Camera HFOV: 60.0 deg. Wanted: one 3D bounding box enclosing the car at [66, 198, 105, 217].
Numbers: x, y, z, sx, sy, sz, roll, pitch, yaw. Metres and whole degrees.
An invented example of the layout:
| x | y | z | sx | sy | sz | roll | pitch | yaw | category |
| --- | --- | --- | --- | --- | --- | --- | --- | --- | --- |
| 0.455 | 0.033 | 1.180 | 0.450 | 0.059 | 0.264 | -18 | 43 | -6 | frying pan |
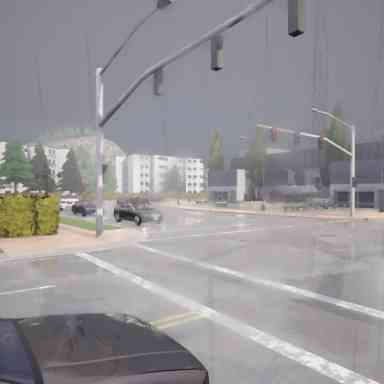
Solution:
| x | y | z | sx | sy | sz | roll | pitch | yaw | category |
| --- | --- | --- | --- | --- | --- | --- | --- | --- | --- |
| -10.176 | 1.547 | 32.196 | 2.033 | 1.411 | 5.357 | 0 | 0 | -35 | car |

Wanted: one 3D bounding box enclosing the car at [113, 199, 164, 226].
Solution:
| x | y | z | sx | sy | sz | roll | pitch | yaw | category |
| --- | --- | --- | --- | --- | --- | --- | --- | --- | --- |
| -3.914 | 1.492 | 23.805 | 2.128 | 1.511 | 4.902 | 0 | 0 | -39 | car |

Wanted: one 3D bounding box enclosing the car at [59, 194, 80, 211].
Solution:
| x | y | z | sx | sy | sz | roll | pitch | yaw | category |
| --- | --- | --- | --- | --- | --- | --- | --- | --- | --- |
| -15.264 | 1.223 | 41.281 | 2.150 | 2.045 | 5.566 | 0 | 0 | -23 | car |

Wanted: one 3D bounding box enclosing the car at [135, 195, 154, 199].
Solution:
| x | y | z | sx | sy | sz | roll | pitch | yaw | category |
| --- | --- | --- | --- | --- | --- | --- | --- | --- | --- |
| -8.671 | 1.505 | 61.150 | 1.837 | 1.490 | 4.892 | 0 | 0 | -1 | car |

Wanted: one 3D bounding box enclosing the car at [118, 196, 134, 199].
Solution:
| x | y | z | sx | sy | sz | roll | pitch | yaw | category |
| --- | --- | --- | --- | --- | --- | --- | --- | --- | --- |
| -12.099 | 1.491 | 58.833 | 2.128 | 1.511 | 4.902 | 0 | 0 | -4 | car |

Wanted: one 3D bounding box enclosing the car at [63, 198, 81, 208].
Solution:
| x | y | z | sx | sy | sz | roll | pitch | yaw | category |
| --- | --- | --- | --- | --- | --- | --- | --- | --- | --- |
| -18.293 | 1.601 | 50.786 | 1.895 | 1.301 | 4.718 | 0 | 0 | -11 | car |

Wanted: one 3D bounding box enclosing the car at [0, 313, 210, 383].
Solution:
| x | y | z | sx | sy | sz | roll | pitch | yaw | category |
| --- | --- | --- | --- | --- | --- | --- | --- | --- | --- |
| -2.385 | 1.547 | 2.063 | 5.357 | 1.411 | 2.033 | 0 | 0 | -35 | car |

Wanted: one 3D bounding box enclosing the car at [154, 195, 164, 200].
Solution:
| x | y | z | sx | sy | sz | roll | pitch | yaw | category |
| --- | --- | --- | --- | --- | --- | --- | --- | --- | --- |
| -7.579 | 1.354 | 70.916 | 2.097 | 1.767 | 4.553 | 0 | 0 | 17 | car |
